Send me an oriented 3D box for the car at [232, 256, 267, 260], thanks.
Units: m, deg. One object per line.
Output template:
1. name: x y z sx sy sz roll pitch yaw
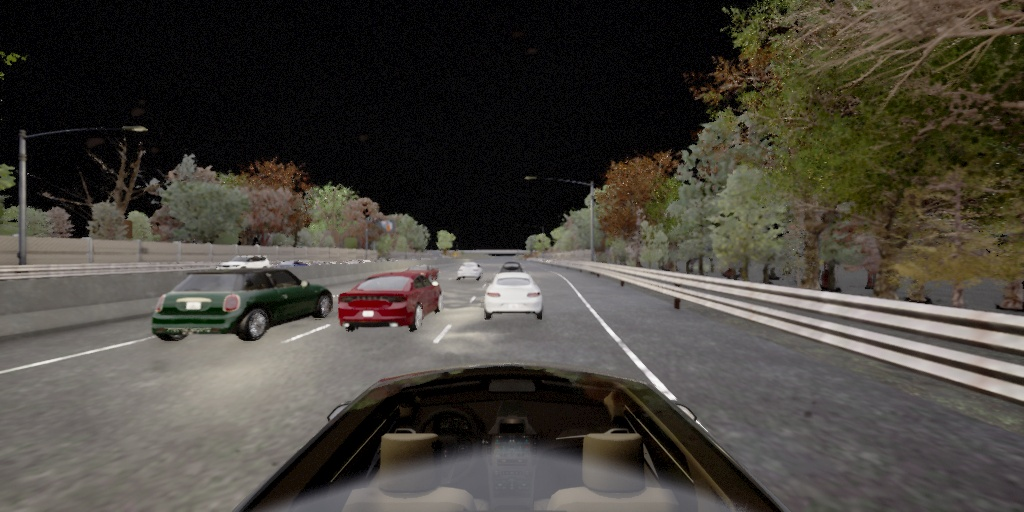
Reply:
1. car: -28.158 0.987 37.934 2.150 2.045 5.566 0 0 -1

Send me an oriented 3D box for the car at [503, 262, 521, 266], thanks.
1. car: -0.023 1.262 29.657 1.837 1.490 4.892 0 0 0

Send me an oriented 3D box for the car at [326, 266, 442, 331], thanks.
1. car: -3.449 1.228 11.059 1.882 1.535 5.008 0 0 0

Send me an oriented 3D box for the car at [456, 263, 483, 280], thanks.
1. car: -3.536 1.283 30.681 1.812 1.442 4.674 0 0 0

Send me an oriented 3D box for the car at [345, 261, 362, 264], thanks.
1. car: -17.751 1.293 40.106 1.812 1.442 4.674 0 0 0

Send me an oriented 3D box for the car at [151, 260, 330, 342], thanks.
1. car: -6.948 1.103 9.949 2.097 1.767 4.553 0 0 0

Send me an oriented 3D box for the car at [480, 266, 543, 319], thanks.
1. car: 0.046 1.275 12.679 1.812 1.442 4.674 0 0 0
